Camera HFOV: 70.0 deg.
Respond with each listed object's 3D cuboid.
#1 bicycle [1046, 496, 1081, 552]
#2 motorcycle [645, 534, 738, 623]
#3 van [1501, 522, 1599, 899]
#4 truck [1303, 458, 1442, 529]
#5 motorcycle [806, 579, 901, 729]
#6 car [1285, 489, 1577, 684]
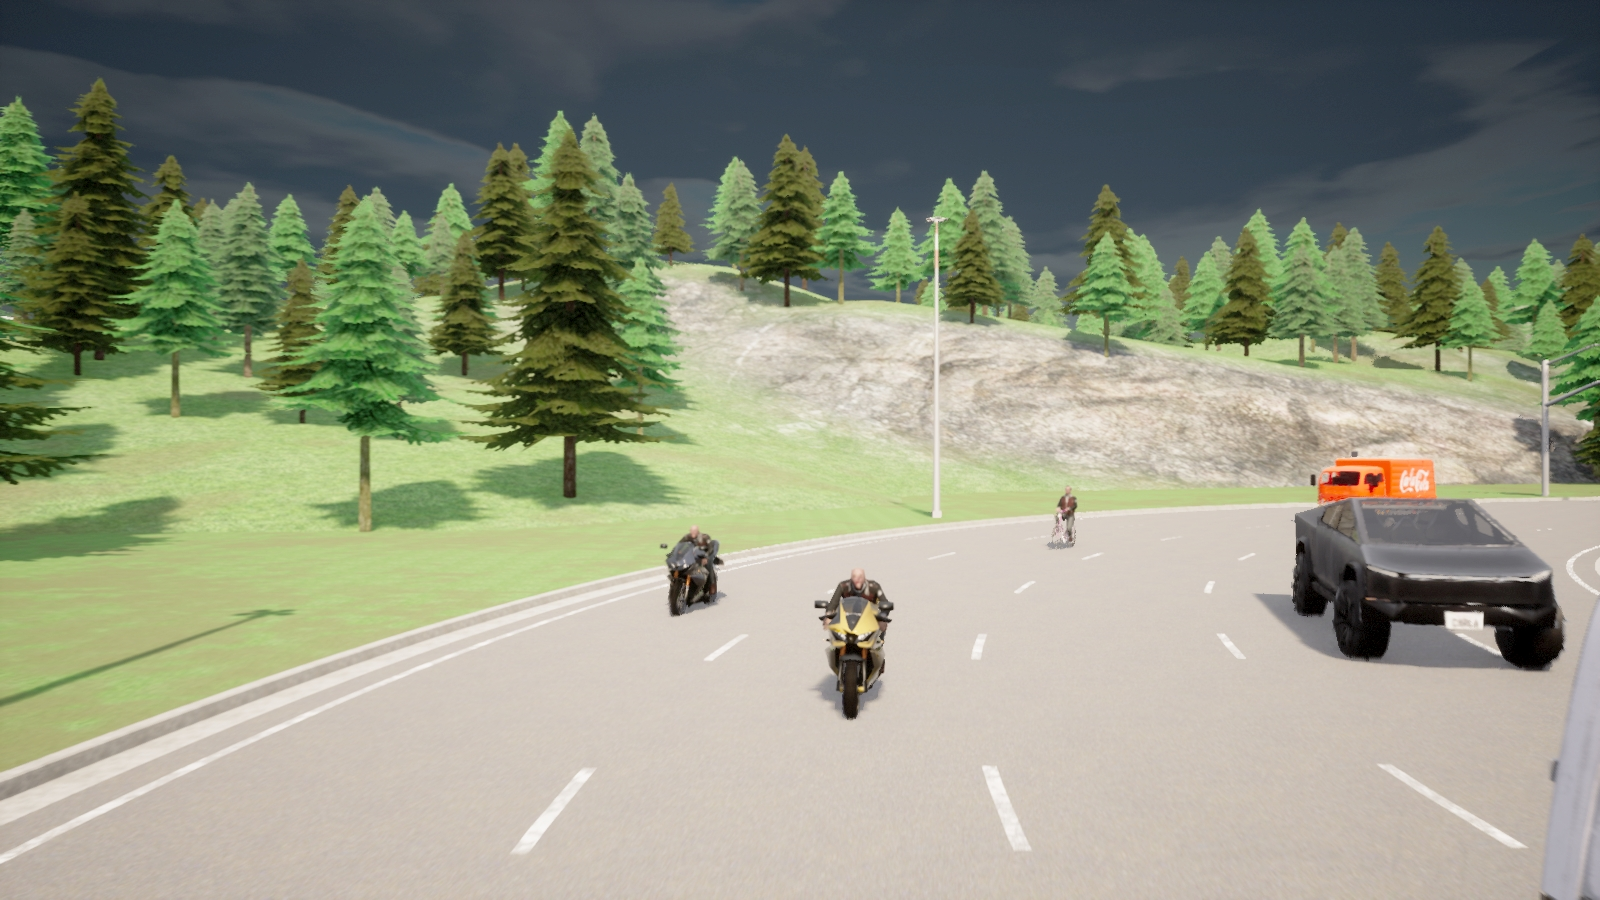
[{"bbox_3d":[7.365,2.039,31.850,0.329,1.471,1.835,1,0,33],"label":"bicycle"},{"bbox_3d":[-1.848,2.189,19.849,0.867,1.251,2.209,2,0,15],"label":"motorcycle"},{"bbox_3d":[3.445,1.533,1.018,1.988,2.561,5.915,0,0,0],"label":"van"},{"bbox_3d":[21.443,1.545,42.758,5.204,2.467,2.627,0,0,-37],"label":"truck"},{"bbox_3d":[0.639,2.195,12.715,0.867,1.251,2.209,0,0,7],"label":"motorcycle"},{"bbox_3d":[8.967,1.743,17.003,2.390,2.098,6.274,0,0,15],"label":"car"}]
